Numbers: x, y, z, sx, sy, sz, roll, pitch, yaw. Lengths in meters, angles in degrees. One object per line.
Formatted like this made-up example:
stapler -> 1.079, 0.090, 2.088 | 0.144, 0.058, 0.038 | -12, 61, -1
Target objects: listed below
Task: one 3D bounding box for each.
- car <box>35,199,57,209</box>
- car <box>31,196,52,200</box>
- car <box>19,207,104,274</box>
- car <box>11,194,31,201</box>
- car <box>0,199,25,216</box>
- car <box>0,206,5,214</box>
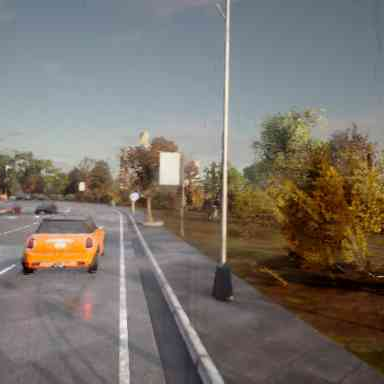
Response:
car -> -17.677, 1.972, 40.544 | 2.033, 1.411, 5.357 | 2, 0, -13
car -> -37.433, 1.688, 83.666 | 4.902, 1.511, 2.128 | 2, -1, 31
car -> -4.206, 1.577, 11.557 | 2.097, 1.767, 4.553 | 2, -2, -12
car -> -41.892, 1.331, 82.410 | 4.553, 1.767, 2.097 | 2, -1, 31
car -> -20.594, 1.852, 37.489 | 1.812, 1.442, 4.674 | 2, -1, -12
car -> -13.173, 1.772, 19.468 | 2.033, 1.411, 5.357 | 2, -1, -12
